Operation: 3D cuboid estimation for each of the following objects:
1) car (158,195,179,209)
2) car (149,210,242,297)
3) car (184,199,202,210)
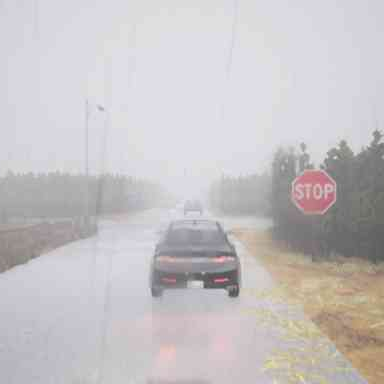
[{"bbox_3d":[-3.178,1.259,42.946,2.097,1.767,4.553,0,0,0],"label":"car"},{"bbox_3d":[0.075,1.439,8.408,2.128,1.511,4.902,0,0,0],"label":"car"},{"bbox_3d":[0.101,1.457,33.830,2.033,1.411,5.357,0,0,0],"label":"car"}]
